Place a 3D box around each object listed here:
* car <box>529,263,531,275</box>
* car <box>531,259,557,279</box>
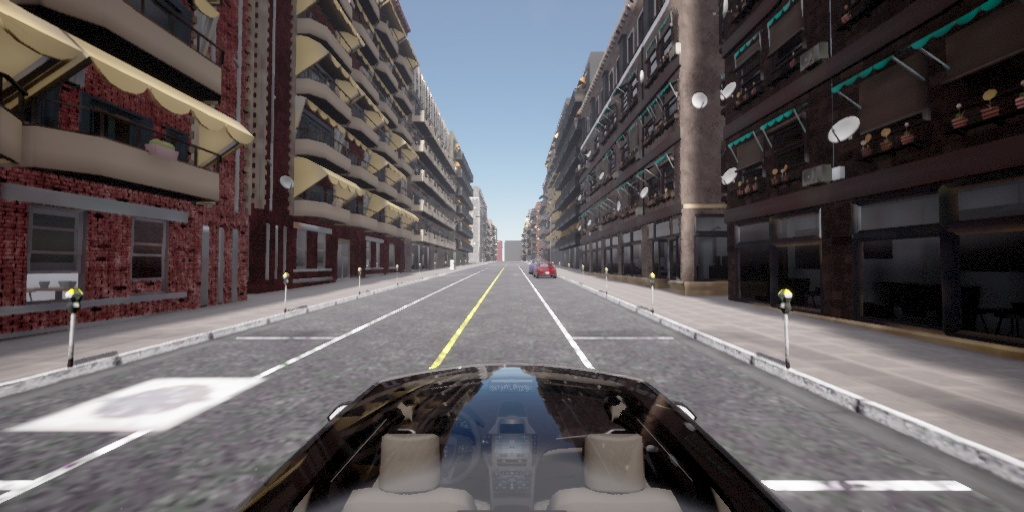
[{"bbox_3d":[2.988,1.122,39.953,2.097,1.767,4.553,0,0,0],"label":"car"},{"bbox_3d":[3.023,1.280,32.981,1.812,1.442,4.674,0,0,0],"label":"car"}]
